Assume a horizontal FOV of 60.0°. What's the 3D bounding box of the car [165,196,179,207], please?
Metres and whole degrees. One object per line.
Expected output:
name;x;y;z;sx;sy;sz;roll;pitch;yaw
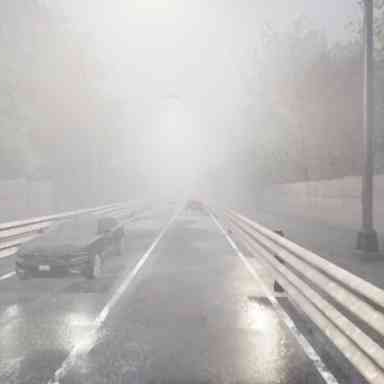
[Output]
car;-3.056;1.384;50.610;1.882;1.535;5.008;0;0;1

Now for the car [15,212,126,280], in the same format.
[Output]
car;-3.300;1.418;9.949;1.882;1.535;5.008;0;0;0

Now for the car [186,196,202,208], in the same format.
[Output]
car;0.262;1.384;47.816;2.128;1.511;4.902;0;0;1

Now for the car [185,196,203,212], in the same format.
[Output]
car;0.195;1.330;36.737;1.882;1.535;5.008;0;0;0
